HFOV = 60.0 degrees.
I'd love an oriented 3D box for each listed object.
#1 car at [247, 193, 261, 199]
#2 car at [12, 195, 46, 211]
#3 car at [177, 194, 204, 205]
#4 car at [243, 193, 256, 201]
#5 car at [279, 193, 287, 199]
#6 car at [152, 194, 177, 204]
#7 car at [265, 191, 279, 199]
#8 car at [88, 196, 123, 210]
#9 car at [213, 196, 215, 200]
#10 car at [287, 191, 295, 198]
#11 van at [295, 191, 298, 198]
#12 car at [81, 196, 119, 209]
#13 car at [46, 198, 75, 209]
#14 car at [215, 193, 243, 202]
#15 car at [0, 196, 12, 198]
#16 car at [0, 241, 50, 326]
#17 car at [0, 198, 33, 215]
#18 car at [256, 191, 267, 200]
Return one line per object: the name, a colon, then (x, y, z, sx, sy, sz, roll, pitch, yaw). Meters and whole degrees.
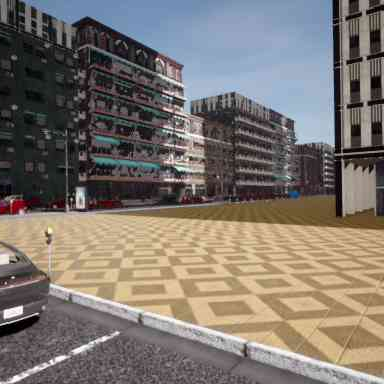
car: (16.152, 1.040, 86.550, 1.947, 1.339, 4.313, -1, 0, 36)
car: (-19.644, 1.228, 37.399, 2.192, 1.841, 5.009, -1, 0, 36)
car: (0.146, 1.062, 50.338, 1.967, 1.590, 4.097, -1, 0, 36)
car: (9.909, 1.048, 63.742, 1.887, 1.381, 4.507, -1, 0, 36)
car: (19.670, 0.938, 77.147, 2.008, 1.369, 4.403, -1, 0, 36)
car: (-4.399, 1.059, 53.885, 2.097, 1.767, 4.553, -1, 0, 36)
car: (16.414, 0.740, 72.679, 2.192, 1.841, 5.009, -1, 0, 36)
car: (-9.616, 1.186, 36.933, 1.967, 1.590, 4.097, -1, 0, 36)
car: (6.388, 1.028, 73.144, 1.967, 1.590, 4.097, -1, 0, 36)
car: (22.925, 0.931, 81.616, 1.802, 1.307, 4.206, -1, 0, 36)
van: (26.176, 0.654, 86.084, 1.690, 1.788, 3.998, -1, 0, 36)
car: (-11.945, 1.327, 43.565, 1.812, 1.442, 4.674, -1, 0, 36)
car: (-16.388, 1.415, 41.868, 1.887, 1.381, 4.507, -1, 0, 36)
car: (6.655, 1.093, 59.274, 2.008, 1.369, 4.403, -1, 0, 36)
car: (-20.411, 1.264, 31.961, 2.097, 1.767, 4.553, -1, 0, 36)
car: (-4.419, 1.553, 6.221, 4.403, 1.369, 2.008, 0, -1, 36)
car: (-16.122, 1.413, 27.996, 1.802, 1.307, 4.206, -1, 0, 36)
car: (13.163, 1.046, 68.210, 1.802, 1.307, 4.206, -1, 0, 36)
